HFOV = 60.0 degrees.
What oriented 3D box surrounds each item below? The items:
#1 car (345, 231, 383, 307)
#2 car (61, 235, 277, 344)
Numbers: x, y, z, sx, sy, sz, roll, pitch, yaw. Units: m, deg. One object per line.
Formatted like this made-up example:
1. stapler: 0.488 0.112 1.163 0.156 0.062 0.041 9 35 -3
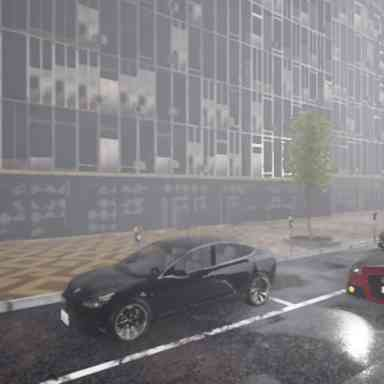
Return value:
1. car: 5.116 1.568 7.015 4.181 1.385 1.994 0 0 -35
2. car: -0.192 1.568 6.420 4.313 1.339 1.947 0 0 -35
